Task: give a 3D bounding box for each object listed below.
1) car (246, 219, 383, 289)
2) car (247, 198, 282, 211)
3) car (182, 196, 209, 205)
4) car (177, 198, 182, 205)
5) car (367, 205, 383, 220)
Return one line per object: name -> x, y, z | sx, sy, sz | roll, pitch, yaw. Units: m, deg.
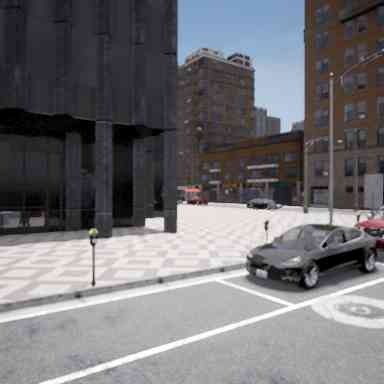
car -> 3.446, 1.590, 9.224 | 4.313, 1.339, 1.947 | 0, 0, -36
car -> 8.974, 1.545, 41.532 | 2.128, 1.511, 4.902 | 0, 0, -35
car -> 0.899, 1.525, 58.748 | 1.882, 1.535, 5.008 | 0, 0, -35
car -> -3.527, 1.510, 59.785 | 1.882, 1.535, 5.008 | 0, 0, -34
car -> 8.038, 1.356, 12.500 | 5.009, 1.841, 2.192 | 0, 0, -36
